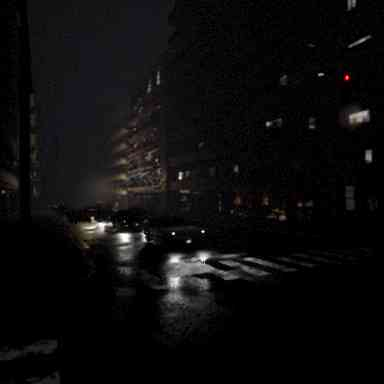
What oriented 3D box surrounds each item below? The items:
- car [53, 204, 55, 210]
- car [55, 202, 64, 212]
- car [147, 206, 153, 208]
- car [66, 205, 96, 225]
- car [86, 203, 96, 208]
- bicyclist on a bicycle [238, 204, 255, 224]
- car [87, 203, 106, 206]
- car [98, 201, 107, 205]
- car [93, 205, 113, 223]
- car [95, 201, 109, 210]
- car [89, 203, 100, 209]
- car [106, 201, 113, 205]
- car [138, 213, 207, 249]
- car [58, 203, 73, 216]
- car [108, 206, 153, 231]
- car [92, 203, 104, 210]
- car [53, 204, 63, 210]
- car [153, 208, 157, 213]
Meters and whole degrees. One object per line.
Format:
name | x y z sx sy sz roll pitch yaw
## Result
car | -24.774 3.094 63.269 1.887 1.381 4.507 -2 -1 -24
car | -20.135 2.608 52.942 2.192 1.841 5.009 -2 -1 -24
car | -5.993 2.287 35.691 1.812 1.442 4.674 0 -1 -24
car | -10.837 2.322 32.281 1.887 1.381 4.507 -2 -1 -24
car | -26.472 3.562 87.409 1.947 1.339 4.313 -2 -1 -24
bicyclist on a bicycle | 4.306 1.729 26.226 1.656 1.620 0.582 -1 -1 -24
car | -13.163 2.569 43.896 2.033 1.411 5.357 0 -1 -24
car | -17.321 2.892 60.846 1.837 1.490 4.892 0 -2 -24
car | -8.855 2.345 34.253 1.994 1.385 4.181 0 -1 -24
car | -19.517 2.935 71.916 2.192 1.841 5.009 -2 -1 -24
car | -24.155 3.416 82.243 1.887 1.381 4.507 -2 -1 -24
car | -17.194 2.808 66.750 2.192 1.841 5.009 -2 -1 -24
car | -1.018 1.941 16.797 1.895 1.301 4.718 0 -1 -24
car | -17.736 2.686 47.619 1.752 1.417 4.829 -2 -1 -24
car | -4.793 2.058 25.194 1.837 1.490 4.892 0 -1 -24
car | -21.831 3.312 77.077 1.947 1.339 4.313 -2 -1 -24
car | -31.743 3.473 78.763 1.887 1.381 4.507 -1 -1 -24
car | -5.571 2.431 40.925 1.802 1.307 4.206 -2 -1 -24
